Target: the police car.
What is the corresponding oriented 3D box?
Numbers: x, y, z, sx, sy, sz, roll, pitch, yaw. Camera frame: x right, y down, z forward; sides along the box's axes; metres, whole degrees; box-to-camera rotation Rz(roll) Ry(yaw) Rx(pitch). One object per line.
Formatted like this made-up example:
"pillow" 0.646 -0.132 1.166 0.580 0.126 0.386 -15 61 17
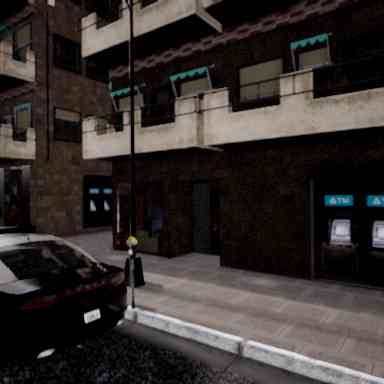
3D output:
"police car" -3.407 1.409 5.849 5.238 1.638 1.930 0 0 35
